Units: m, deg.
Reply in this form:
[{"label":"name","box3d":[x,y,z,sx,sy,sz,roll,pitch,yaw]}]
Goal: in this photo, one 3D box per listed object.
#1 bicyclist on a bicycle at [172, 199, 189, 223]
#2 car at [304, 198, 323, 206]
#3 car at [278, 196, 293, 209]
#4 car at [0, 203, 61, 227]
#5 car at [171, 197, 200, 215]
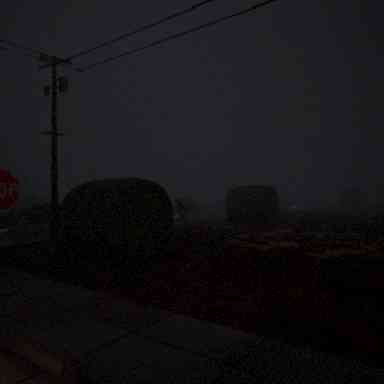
[{"label":"bicyclist on a bicycle","box3d":[-0.846,1.291,22.778,1.656,1.620,0.582,0,0,38]},{"label":"car","box3d":[20.589,1.596,56.030,1.895,1.301,4.718,0,0,38]},{"label":"car","box3d":[12.277,1.557,45.500,1.994,1.385,4.181,0,0,38]},{"label":"car","box3d":[-10.488,1.508,22.642,1.837,1.490,4.892,0,0,38]},{"label":"car","box3d":[-1.219,1.355,34.374,2.097,1.767,4.553,0,0,38]}]
